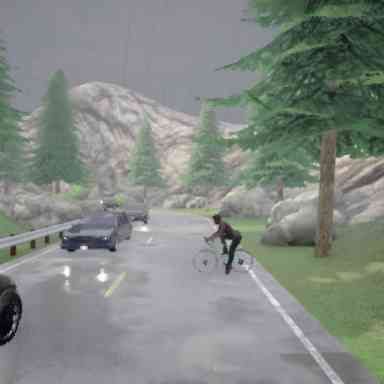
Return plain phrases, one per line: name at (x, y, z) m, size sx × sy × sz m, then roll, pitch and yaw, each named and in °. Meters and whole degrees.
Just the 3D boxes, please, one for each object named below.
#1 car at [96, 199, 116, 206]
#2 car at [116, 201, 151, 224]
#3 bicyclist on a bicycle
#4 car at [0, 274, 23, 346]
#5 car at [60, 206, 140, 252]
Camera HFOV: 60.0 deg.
car at (-11.354, 1.565, 41.672) m, size 4.718 × 1.301 × 1.895 m, roll 0°, pitch 0°, yaw 30°
car at (-4.123, 1.483, 24.507) m, size 1.837 × 1.490 × 4.892 m, roll 0°, pitch 0°, yaw -5°
bicyclist on a bicycle at (0.847, 1.441, 9.084) m, size 1.656 × 1.620 × 0.582 m, roll 0°, pitch 0°, yaw -1°
car at (-3.632, 1.561, 3.521) m, size 1.994 × 1.385 × 4.181 m, roll 0°, pitch 0°, yaw -1°
car at (-3.731, 1.535, 14.109) m, size 2.033 × 1.411 × 5.357 m, roll 0°, pitch 0°, yaw 0°
